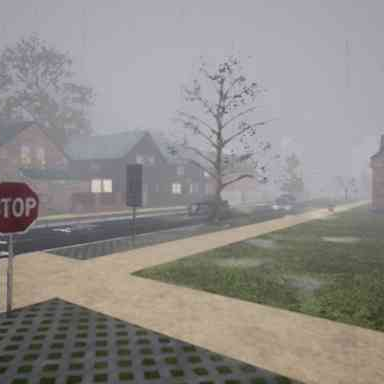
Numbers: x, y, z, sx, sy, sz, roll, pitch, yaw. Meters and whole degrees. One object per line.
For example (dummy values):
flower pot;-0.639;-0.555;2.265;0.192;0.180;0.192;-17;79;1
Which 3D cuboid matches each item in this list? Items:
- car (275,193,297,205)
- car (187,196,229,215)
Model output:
car;13.133;0.963;46.249;1.882;1.535;5.008;2;1;34
car;1.498;1.092;28.920;2.128;1.511;4.902;2;1;34
